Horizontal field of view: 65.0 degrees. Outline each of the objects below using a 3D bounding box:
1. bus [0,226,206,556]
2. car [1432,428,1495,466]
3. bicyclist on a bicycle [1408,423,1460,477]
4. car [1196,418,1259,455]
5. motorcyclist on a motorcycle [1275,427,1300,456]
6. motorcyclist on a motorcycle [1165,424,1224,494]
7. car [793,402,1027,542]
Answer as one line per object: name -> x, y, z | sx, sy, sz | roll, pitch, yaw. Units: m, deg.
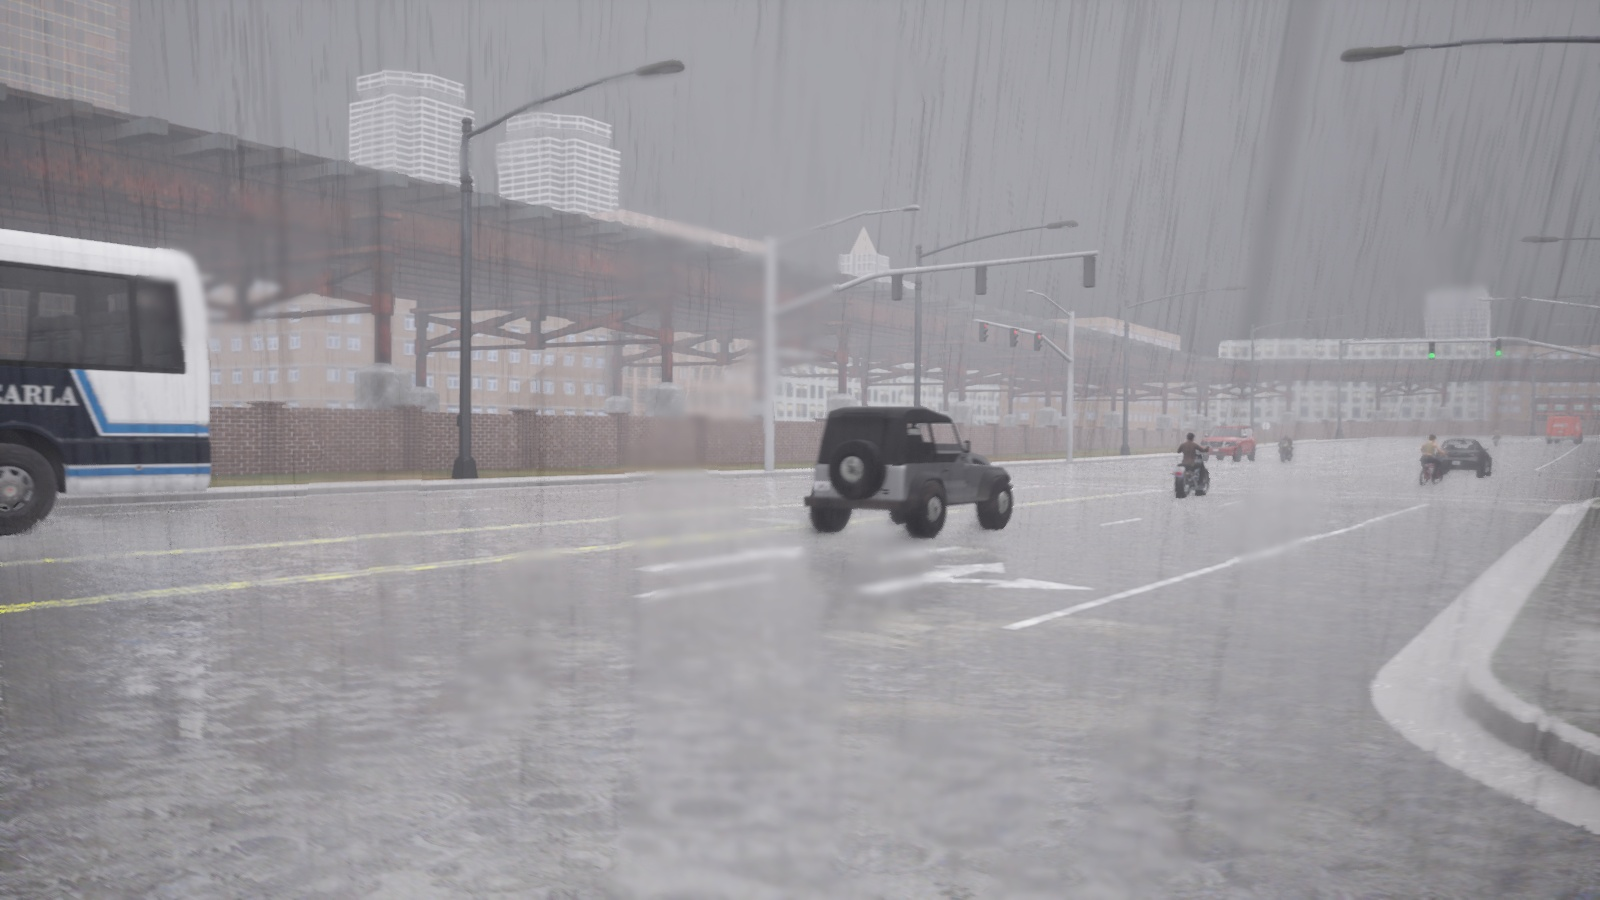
bus -> -13.256, -0.728, 15.309 | 3.944, 4.253, 10.273 | 0, 1, 33
car -> 26.631, -0.147, 50.322 | 1.816, 1.474, 4.193 | 0, 1, 33
bicyclist on a bicycle -> 19.926, -0.009, 39.443 | 1.509, 1.612, 0.866 | -1, 4, -40
car -> 24.975, -0.827, 73.225 | 2.150, 2.045, 5.566 | 0, 1, 34
motorcyclist on a motorcycle -> 27.383, -0.488, 70.522 | 0.866, 1.530, 2.191 | 0, 1, 33
motorcyclist on a motorcycle -> 9.813, 0.201, 31.198 | 0.766, 1.649, 2.350 | 0, 1, 33
car -> 1.772, 0.270, 19.016 | 1.905, 1.878, 3.866 | 0, 1, 33
